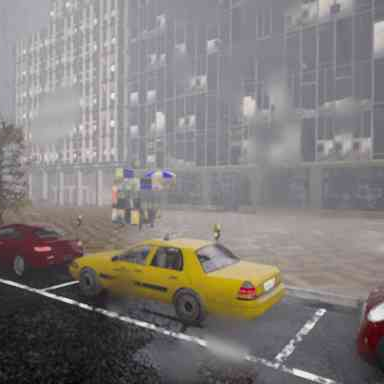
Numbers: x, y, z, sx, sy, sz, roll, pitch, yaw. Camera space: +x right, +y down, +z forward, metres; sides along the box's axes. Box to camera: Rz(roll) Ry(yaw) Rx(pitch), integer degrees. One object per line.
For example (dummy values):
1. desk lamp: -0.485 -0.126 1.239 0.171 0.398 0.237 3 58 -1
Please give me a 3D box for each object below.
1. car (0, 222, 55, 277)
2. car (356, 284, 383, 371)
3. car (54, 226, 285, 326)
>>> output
1. car: -4.991 1.560 9.979 4.206 1.307 1.802 0 0 35
2. car: 4.074 1.444 3.652 4.097 1.590 1.967 0 0 35
3. car: -0.598 1.516 6.913 4.829 1.417 1.752 0 0 35
